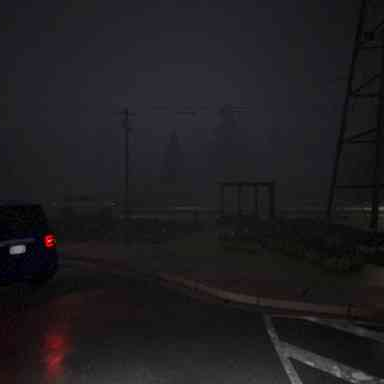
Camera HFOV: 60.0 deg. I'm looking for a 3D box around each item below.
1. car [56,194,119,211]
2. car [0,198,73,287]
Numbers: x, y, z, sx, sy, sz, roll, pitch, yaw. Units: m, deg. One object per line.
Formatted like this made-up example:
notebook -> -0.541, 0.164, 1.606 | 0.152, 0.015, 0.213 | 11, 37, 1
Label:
car -> -9.202, 1.230, 28.947 | 5.566, 2.045, 2.150 | 0, -1, -10
car -> -5.504, 1.226, 8.165 | 5.566, 2.045, 2.150 | 0, 0, 38
